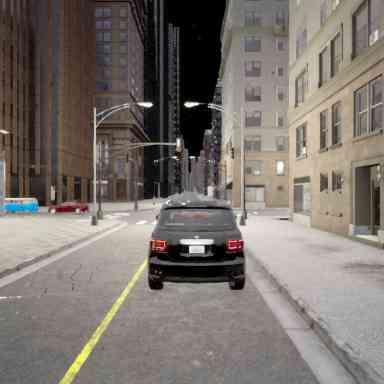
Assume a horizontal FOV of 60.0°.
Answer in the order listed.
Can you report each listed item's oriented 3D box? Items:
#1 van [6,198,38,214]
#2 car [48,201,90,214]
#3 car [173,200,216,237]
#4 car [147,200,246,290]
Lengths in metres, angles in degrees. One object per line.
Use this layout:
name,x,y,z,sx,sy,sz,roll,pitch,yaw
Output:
van,-19.534,1.588,37.599,3.998,1.788,1.690,-1,0,0
car,-13.908,1.724,37.569,4.507,1.381,1.887,-1,0,0
car,0.131,1.357,18.672,2.097,1.767,4.553,0,0,0
car,0.117,1.223,9.223,2.150,2.045,5.566,0,0,1
